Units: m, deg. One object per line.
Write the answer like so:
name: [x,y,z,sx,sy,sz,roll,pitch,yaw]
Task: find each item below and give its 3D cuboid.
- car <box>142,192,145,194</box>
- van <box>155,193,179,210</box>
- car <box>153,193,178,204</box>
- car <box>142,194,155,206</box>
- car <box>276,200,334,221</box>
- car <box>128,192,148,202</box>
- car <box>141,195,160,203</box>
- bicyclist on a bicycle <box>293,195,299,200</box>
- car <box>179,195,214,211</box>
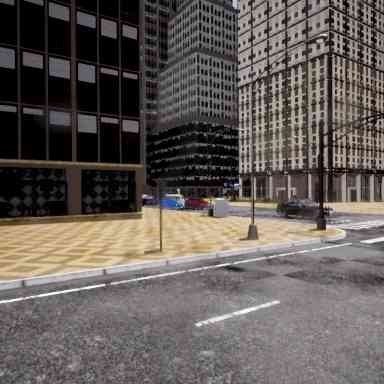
car: [-8.568,1.254,58.986,1.812,1.442,4.674,-1,1,-34]
van: [-2.405,1.211,39.494,1.690,1.788,3.998,0,0,-34]
car: [-4.746,1.036,57.956,2.192,1.841,5.009,0,0,-34]
car: [-6.653,1.357,50.472,1.994,1.385,4.181,-1,1,-34]
car: [9.118,1.418,27.125,2.128,1.511,4.902,-1,1,-35]
car: [-10.940,0.983,67.143,2.192,1.841,5.009,0,0,-34]
car: [-7.843,1.239,62.551,1.887,1.381,4.507,0,0,-34]
bicyclist on a bicycle: [11.983,1.119,38.402,1.656,1.620,0.582,-1,1,-34]
car: [0.720,1.382,39.480,1.812,1.442,4.674,-1,0,-34]
